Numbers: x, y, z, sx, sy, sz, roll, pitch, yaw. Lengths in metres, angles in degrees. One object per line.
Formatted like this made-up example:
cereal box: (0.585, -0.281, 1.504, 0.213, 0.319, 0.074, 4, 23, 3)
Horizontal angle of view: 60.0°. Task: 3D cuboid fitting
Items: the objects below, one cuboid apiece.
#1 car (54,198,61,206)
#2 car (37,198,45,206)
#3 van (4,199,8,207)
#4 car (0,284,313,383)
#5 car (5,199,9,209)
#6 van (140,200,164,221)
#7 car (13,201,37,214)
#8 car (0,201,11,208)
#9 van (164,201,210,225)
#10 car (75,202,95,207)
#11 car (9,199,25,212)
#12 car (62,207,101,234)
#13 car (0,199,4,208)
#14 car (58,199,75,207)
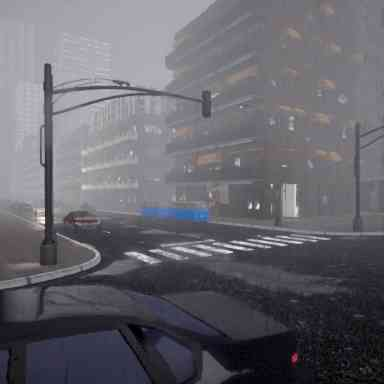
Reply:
car: (-27.962, 2.240, 68.380, 2.192, 1.841, 5.009, -1, 0, -33)
car: (-34.114, 2.388, 77.743, 2.192, 1.841, 5.009, -1, 0, -33)
van: (-31.877, 2.223, 59.138, 1.690, 1.788, 3.998, -1, 0, -33)
car: (-1.479, 1.541, 2.384, 5.357, 1.411, 2.033, 0, 0, -33)
car: (-28.796, 2.359, 54.457, 2.008, 1.369, 4.403, -1, 0, -33)
van: (-3.353, 1.675, 30.929, 1.690, 1.788, 3.998, -1, 0, -33)
car: (-22.644, 2.243, 45.094, 1.802, 1.307, 4.206, -1, 0, -33)
car: (-41.134, 2.656, 73.160, 2.008, 1.369, 4.403, -1, 0, -33)
van: (-0.277, 1.601, 26.247, 1.690, 1.788, 3.998, -1, 0, -33)
car: (-15.652, 2.211, 49.654, 1.802, 1.307, 4.206, -1, 0, -33)
car: (-25.723, 2.175, 49.775, 1.967, 1.590, 4.097, -1, 0, -33)
car: (-7.263, 1.874, 21.687, 1.802, 1.307, 4.206, -1, 0, -33)
car: (-38.049, 2.346, 68.489, 2.192, 1.841, 5.009, -1, 0, -33)
car: (-21.899, 2.304, 59.159, 1.752, 1.417, 4.829, -1, 0, -33)
